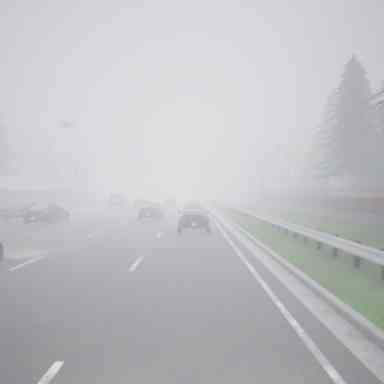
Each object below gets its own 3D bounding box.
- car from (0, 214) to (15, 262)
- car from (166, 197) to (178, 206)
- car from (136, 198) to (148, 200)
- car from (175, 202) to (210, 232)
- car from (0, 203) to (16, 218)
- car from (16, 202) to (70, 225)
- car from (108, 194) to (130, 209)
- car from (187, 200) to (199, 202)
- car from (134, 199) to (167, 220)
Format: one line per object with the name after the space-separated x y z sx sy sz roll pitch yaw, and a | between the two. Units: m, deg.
-6.900 1.533 8.748 1.812 1.442 4.674 0 0 0 | car
-3.411 1.542 53.374 2.128 1.511 4.902 0 0 0 | car
-6.909 1.520 46.465 1.882 1.535 5.008 0 0 0 | car
0.098 1.544 19.955 1.812 1.442 4.674 0 0 0 | car
-13.905 1.572 27.753 2.033 1.411 5.357 0 0 0 | car
-10.401 1.547 23.995 1.812 1.442 4.674 0 0 0 | car
-10.409 1.266 47.549 2.150 2.045 5.566 0 0 0 | car
0.091 1.641 43.213 1.895 1.301 4.718 0 0 0 | car
-3.403 1.551 27.929 1.812 1.442 4.674 0 0 0 | car
